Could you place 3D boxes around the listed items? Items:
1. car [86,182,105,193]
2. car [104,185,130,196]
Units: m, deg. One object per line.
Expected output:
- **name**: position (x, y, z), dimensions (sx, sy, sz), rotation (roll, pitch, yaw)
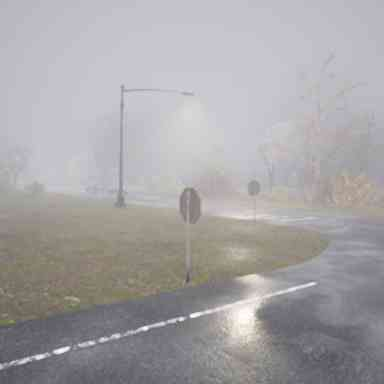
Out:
- **car**: position (-17.388, -0.838, 60.050), dimensions (2.150, 2.045, 5.566), rotation (0, 2, -36)
- **car**: position (-11.571, -0.137, 51.926), dimensions (1.895, 1.301, 4.718), rotation (0, 2, -36)
